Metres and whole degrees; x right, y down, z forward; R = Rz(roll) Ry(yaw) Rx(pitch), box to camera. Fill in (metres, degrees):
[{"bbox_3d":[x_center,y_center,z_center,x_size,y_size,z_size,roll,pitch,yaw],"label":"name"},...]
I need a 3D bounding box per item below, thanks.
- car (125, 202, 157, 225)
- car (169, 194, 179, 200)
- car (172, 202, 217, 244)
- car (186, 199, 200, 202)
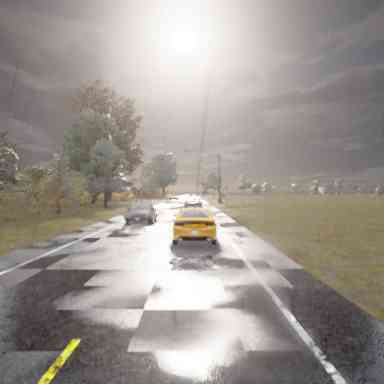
[{"bbox_3d":[-3.576,1.504,24.075,1.812,1.442,4.674,0,0,0],"label":"car"},{"bbox_3d":[-3.440,1.046,64.614,1.882,1.535,5.008,0,0,0],"label":"car"},{"bbox_3d":[0.120,1.462,15.843,1.882,1.535,5.008,0,0,0],"label":"car"},{"bbox_3d":[0.132,1.462,34.042,2.128,1.511,4.902,0,0,0],"label":"car"}]
